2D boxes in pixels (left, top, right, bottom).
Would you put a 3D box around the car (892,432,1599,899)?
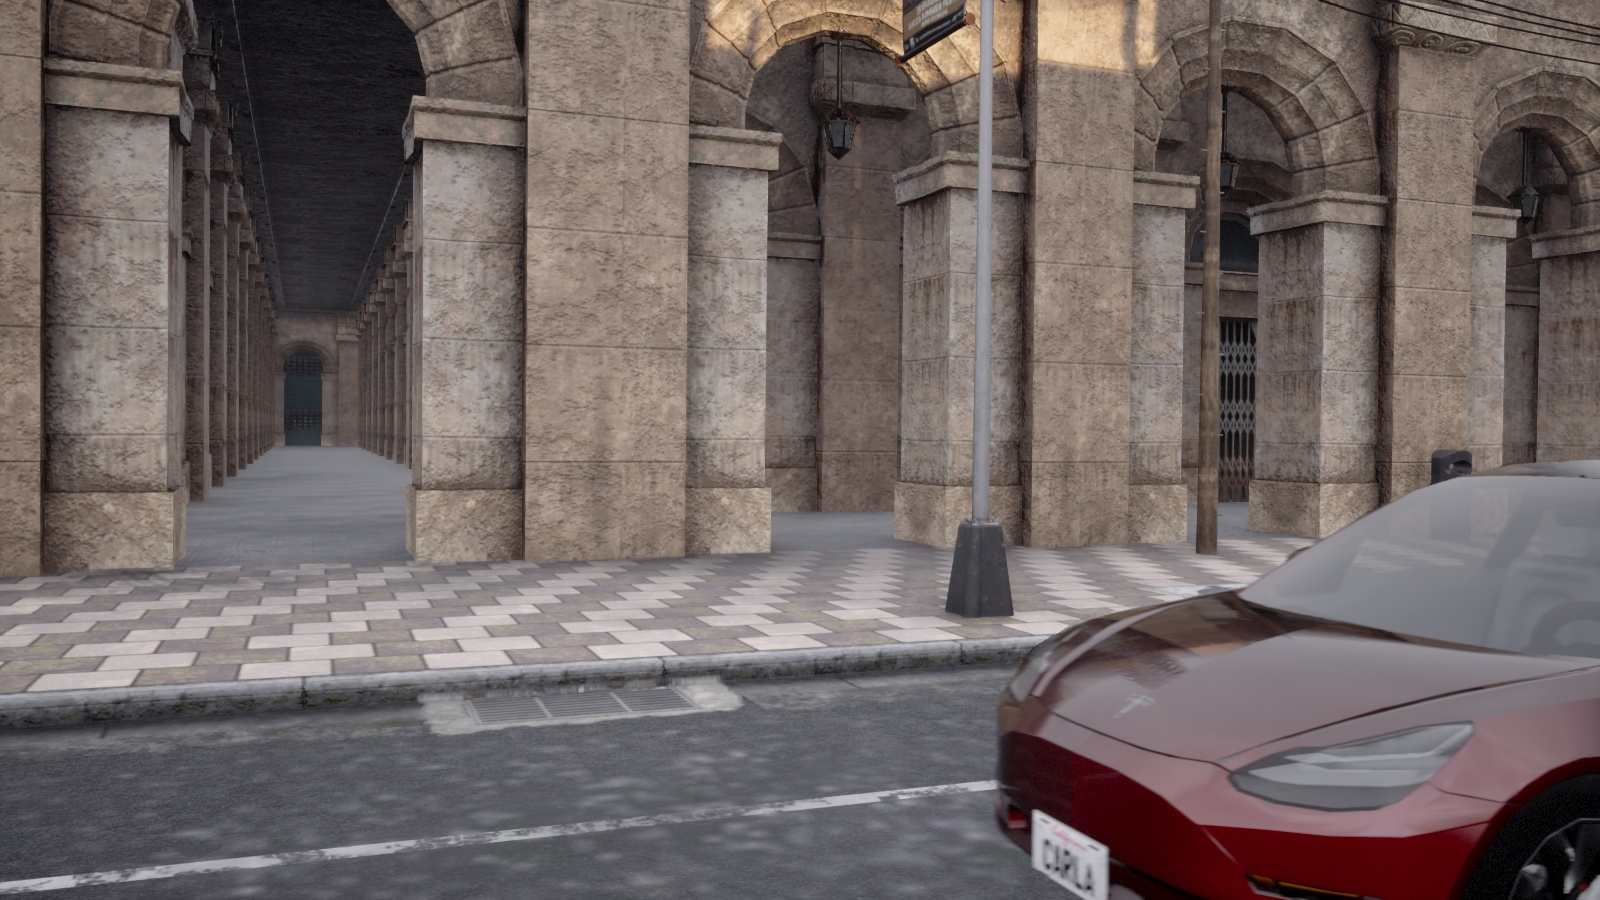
[{"bbox_3d":[2.967,0.694,4.414,4.792,1.488,2.163,-1,1,-21],"label":"car"}]
